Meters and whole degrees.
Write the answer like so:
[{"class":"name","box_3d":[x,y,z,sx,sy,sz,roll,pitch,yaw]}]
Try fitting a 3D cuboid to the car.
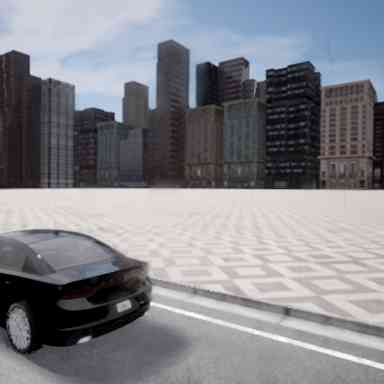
[{"class":"car","box_3d":[-2.966,1.424,6.095,5.008,1.535,1.882,1,0,35]}]
